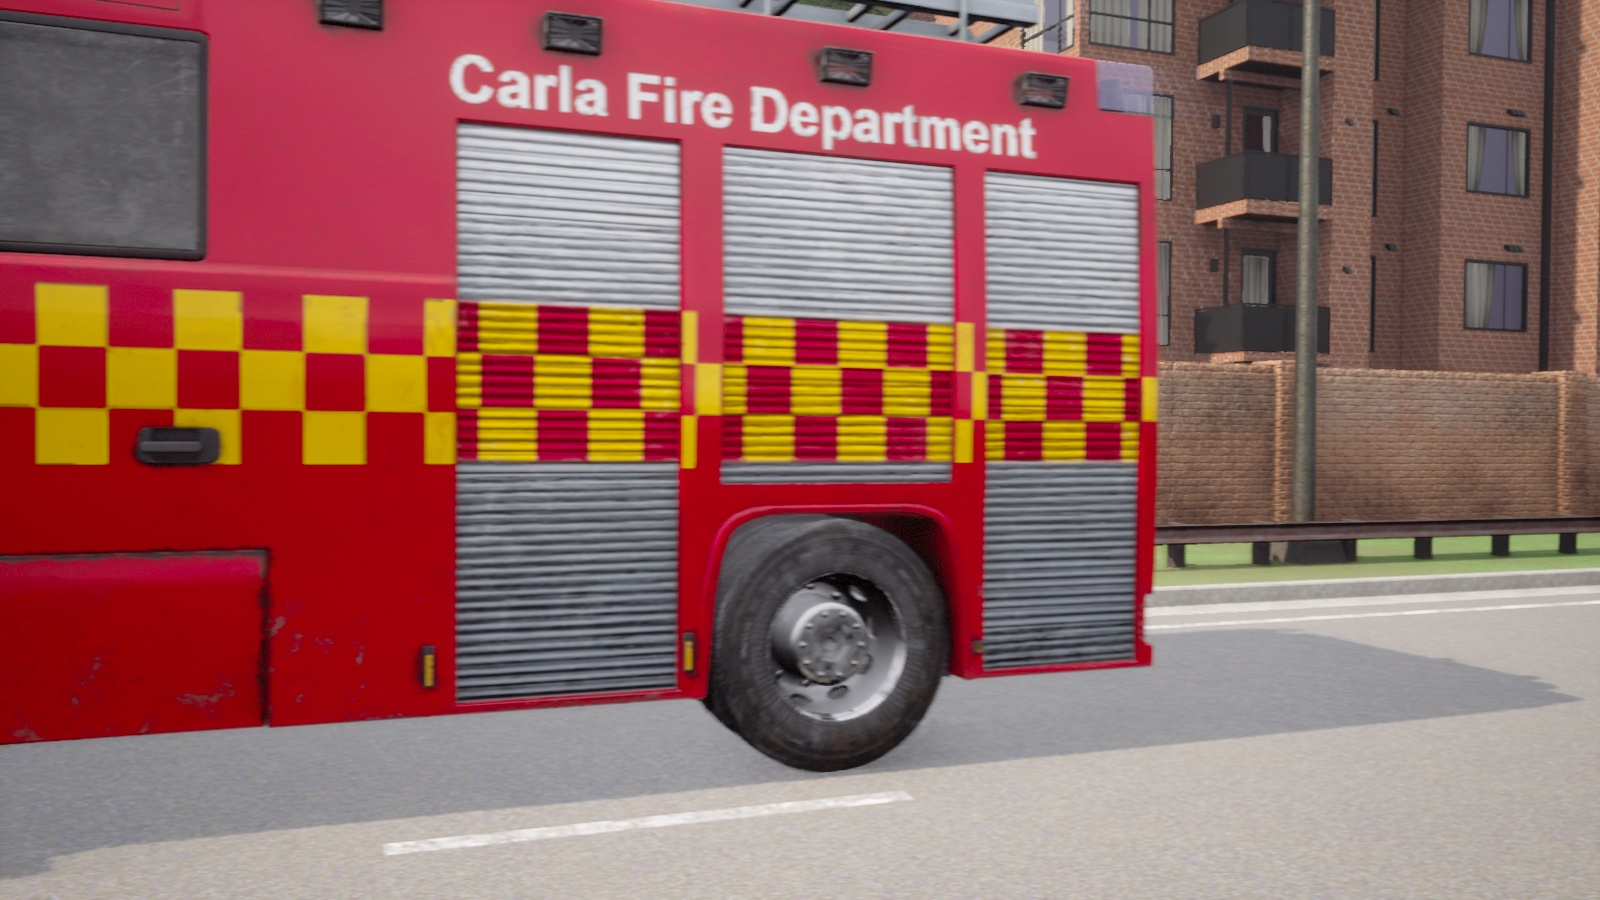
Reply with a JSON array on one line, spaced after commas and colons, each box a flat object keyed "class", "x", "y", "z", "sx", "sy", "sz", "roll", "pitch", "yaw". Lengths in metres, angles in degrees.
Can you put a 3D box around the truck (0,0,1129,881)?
[{"class": "truck", "x": -2.908, "y": -0.431, "z": 5.865, "sx": 8.468, "sy": 3.827, "sz": 2.891, "roll": -1, "pitch": 1, "yaw": -21}]
